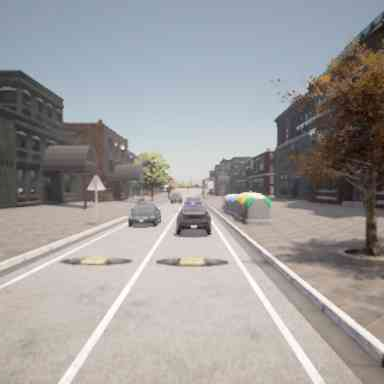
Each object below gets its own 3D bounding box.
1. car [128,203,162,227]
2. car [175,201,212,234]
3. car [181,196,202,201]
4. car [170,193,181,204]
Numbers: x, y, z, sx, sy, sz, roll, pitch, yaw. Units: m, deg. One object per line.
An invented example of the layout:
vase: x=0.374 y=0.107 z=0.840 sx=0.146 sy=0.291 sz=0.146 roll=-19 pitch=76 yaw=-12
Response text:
car: x=-3.097 y=1.490 z=22.573 sx=1.812 sy=1.442 sz=4.674 roll=0 pitch=0 yaw=0
car: x=0.099 y=1.478 z=19.077 sx=1.837 sy=1.490 sz=4.892 roll=0 pitch=0 yaw=0
car: x=0.103 y=1.299 z=38.169 sx=2.097 sy=1.767 sz=4.553 roll=0 pitch=0 yaw=0
car: x=-3.010 y=1.243 z=63.609 sx=2.150 sy=2.045 sz=5.566 roll=0 pitch=0 yaw=0
